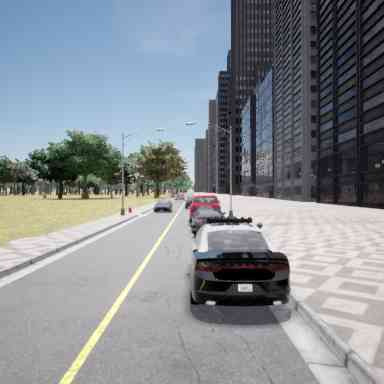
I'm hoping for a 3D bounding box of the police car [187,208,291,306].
[{"bbox_3d":[0.906,1.425,8.236,1.930,1.638,5.238,0,0,0],"label":"police car"}]

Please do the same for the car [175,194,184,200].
[{"bbox_3d":[-2.955,1.212,81.302,2.097,1.767,4.553,0,0,0],"label":"car"}]

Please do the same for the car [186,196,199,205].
[{"bbox_3d":[0.033,1.422,58.034,2.128,1.511,4.902,0,0,0],"label":"car"}]

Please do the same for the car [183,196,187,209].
[{"bbox_3d":[0.050,1.461,44.995,1.837,1.490,4.892,0,0,1],"label":"car"}]

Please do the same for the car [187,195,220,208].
[{"bbox_3d":[0.913,1.213,24.157,2.150,2.045,5.566,0,0,0],"label":"car"}]

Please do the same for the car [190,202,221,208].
[{"bbox_3d":[0.912,1.521,18.127,1.812,1.442,4.674,0,0,0],"label":"car"}]

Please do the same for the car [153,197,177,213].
[{"bbox_3d":[-3.077,1.519,36.403,2.033,1.411,5.357,0,0,0],"label":"car"}]
